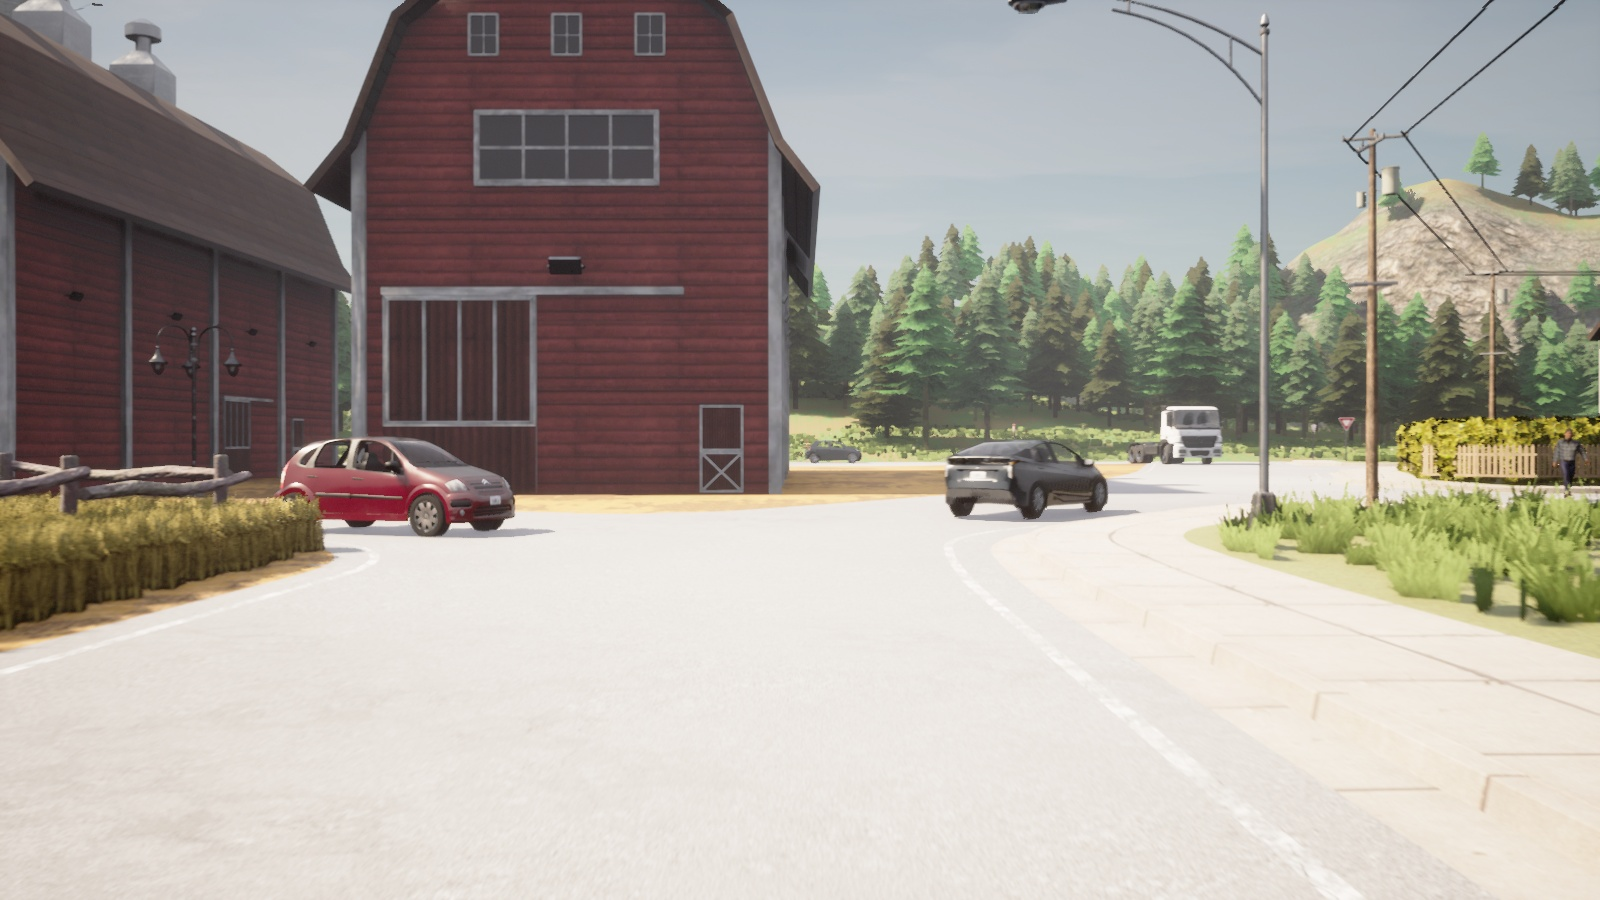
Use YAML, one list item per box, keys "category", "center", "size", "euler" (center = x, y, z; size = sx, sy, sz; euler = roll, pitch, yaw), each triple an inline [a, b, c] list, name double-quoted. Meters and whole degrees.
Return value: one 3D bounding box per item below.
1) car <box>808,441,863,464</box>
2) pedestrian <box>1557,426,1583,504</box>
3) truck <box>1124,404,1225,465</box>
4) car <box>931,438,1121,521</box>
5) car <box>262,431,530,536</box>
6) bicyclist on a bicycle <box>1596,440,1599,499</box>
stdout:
- category: "car"
  center: [2.343, 0.154, 83.209]
  size: [3.633, 1.501, 1.845]
  euler: [0, 0, 1]
- category: "pedestrian"
  center: [19.351, 0.372, 31.575]
  size: [0.423, 1.949, 0.788]
  euler: [0, 0, 22]
- category: "truck"
  center: [22.198, -0.855, 74.946]
  size: [2.891, 3.462, 7.936]
  euler: [0, 0, -7]
- category: "car"
  center: [4.661, 0.513, 25.370]
  size: [2.007, 1.525, 4.514]
  euler: [0, 1, 36]
- category: "car"
  center: [-6.731, 0.518, 20.954]
  size: [3.988, 1.617, 1.851]
  euler: [0, 0, 22]
- category: "bicyclist on a bicycle"
  center: [22.565, 0.526, 33.944]
  size: [1.656, 1.620, 0.582]
  euler: [0, -1, 8]
